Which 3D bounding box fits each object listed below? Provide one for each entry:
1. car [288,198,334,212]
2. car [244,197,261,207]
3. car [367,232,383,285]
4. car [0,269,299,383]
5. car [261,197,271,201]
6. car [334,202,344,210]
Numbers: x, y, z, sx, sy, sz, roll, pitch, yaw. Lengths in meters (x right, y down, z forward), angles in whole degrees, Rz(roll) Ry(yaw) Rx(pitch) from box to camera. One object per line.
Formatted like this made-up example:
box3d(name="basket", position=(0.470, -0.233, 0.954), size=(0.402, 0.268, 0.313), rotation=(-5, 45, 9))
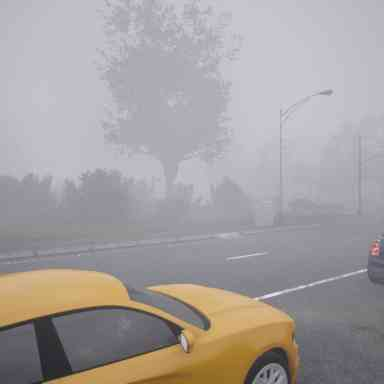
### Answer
box3d(name="car", position=(13.679, 1.475, 39.236), size=(1.882, 1.535, 5.008), rotation=(0, 0, -32))
box3d(name="car", position=(7.501, 1.585, 49.013), size=(1.895, 1.301, 4.718), rotation=(0, 0, -33))
box3d(name="car", position=(6.398, 1.351, 8.282), size=(4.553, 1.767, 2.097), rotation=(0, 0, -35))
box3d(name="car", position=(-1.124, 1.478, 2.946), size=(5.008, 1.535, 1.882), rotation=(0, 0, -35))
box3d(name="car", position=(10.811, 1.476, 50.317), size=(2.128, 1.511, 4.902), rotation=(0, 0, -33))
box3d(name="car", position=(16.413, 1.475, 41.460), size=(1.882, 1.535, 5.008), rotation=(0, 0, -31))
